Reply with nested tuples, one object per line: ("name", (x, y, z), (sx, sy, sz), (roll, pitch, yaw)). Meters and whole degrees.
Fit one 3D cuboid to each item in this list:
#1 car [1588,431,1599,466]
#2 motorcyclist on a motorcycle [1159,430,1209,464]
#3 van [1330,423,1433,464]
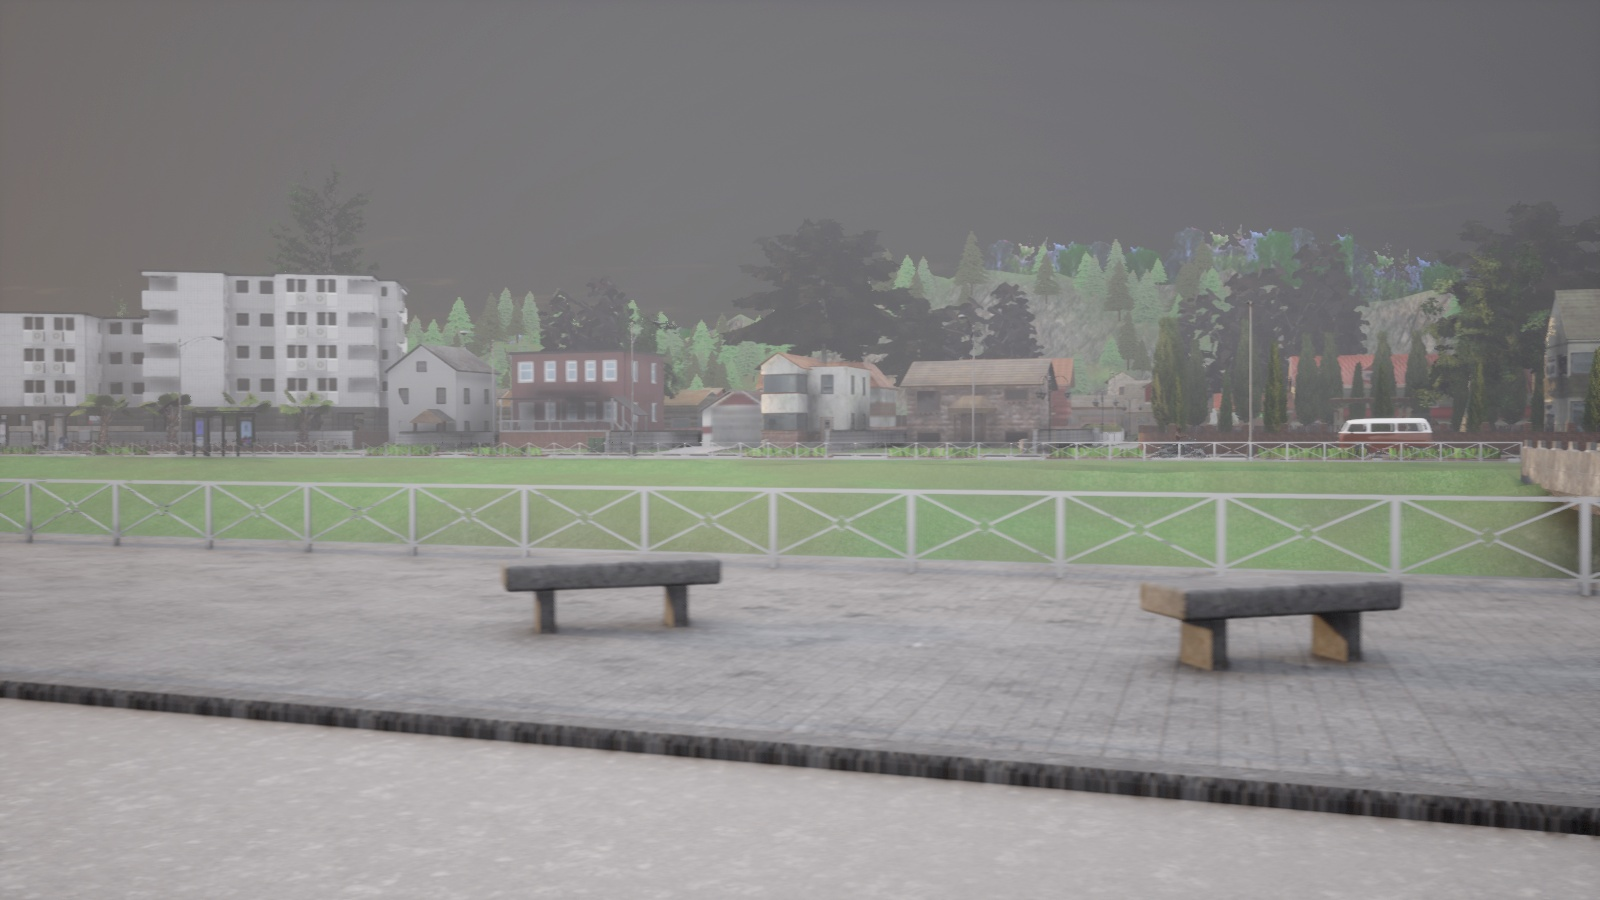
("car", (40.359, -0.043, 59.434), (4.856, 1.649, 2.033), (1, 1, 19))
("motorcyclist on a motorcycle", (19.063, -0.150, 62.384), (2.350, 1.649, 0.766), (1, 1, 19))
("van", (29.198, -0.352, 63.189), (4.480, 2.038, 2.069), (1, 1, 19))
